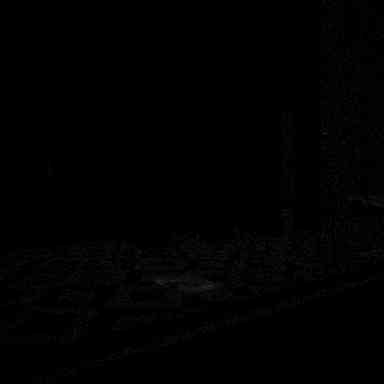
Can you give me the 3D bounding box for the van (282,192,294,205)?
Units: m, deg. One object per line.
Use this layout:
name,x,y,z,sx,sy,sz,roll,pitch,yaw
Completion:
van,12.282,0.930,46.588,1.690,1.788,3.998,1,0,-36

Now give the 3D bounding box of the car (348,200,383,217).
car,14.846,1.367,28.314,2.008,1.369,4.403,1,0,-36

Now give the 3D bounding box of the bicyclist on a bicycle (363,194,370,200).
bicyclist on a bicycle,20.870,1.030,39.644,1.656,1.620,0.582,0,1,-36
